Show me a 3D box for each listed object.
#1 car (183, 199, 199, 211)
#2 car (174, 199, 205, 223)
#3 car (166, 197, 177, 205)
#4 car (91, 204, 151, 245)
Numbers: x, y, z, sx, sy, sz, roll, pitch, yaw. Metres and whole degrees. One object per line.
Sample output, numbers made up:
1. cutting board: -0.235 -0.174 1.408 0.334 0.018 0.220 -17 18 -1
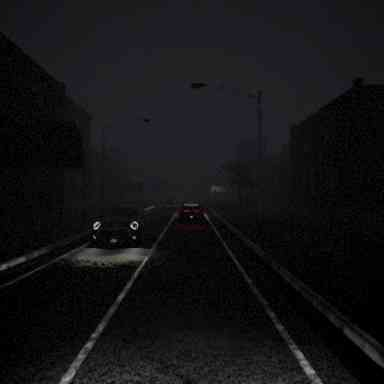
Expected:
1. car: -0.144 1.612 42.169 1.895 1.301 4.718 0 0 -1
2. car: -0.047 1.528 25.675 2.128 1.511 4.902 0 0 0
3. car: -3.395 1.586 56.637 1.895 1.301 4.718 0 0 0
4. car: -3.188 1.390 15.720 2.097 1.767 4.553 0 0 0
